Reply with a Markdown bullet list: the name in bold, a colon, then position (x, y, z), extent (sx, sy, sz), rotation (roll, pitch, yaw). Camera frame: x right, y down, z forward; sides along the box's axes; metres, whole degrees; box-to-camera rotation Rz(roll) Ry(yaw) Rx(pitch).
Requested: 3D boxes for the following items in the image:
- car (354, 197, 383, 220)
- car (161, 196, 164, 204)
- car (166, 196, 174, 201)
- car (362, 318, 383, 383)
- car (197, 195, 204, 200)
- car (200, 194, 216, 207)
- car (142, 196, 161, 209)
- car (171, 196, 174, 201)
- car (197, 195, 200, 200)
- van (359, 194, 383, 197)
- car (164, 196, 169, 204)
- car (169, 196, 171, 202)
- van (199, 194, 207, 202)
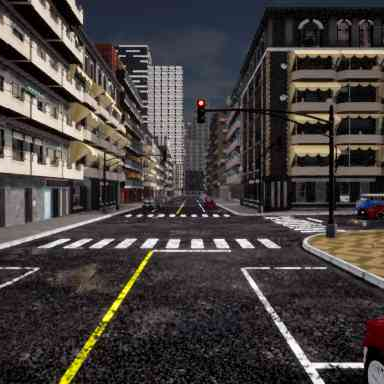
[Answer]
- **car**: position (14.708, 1.294, 24.816), extent (4.181, 1.385, 1.994), rotation (-1, 0, -1)
- **car**: position (-5.783, 1.580, 50.801), extent (1.947, 1.339, 4.313), rotation (0, 0, 0)
- **car**: position (-5.850, 1.633, 89.496), extent (1.802, 1.307, 4.206), rotation (-1, 0, 0)
- **car**: position (2.681, 1.544, 1.811), extent (1.887, 1.381, 4.507), rotation (0, 0, 0)
- **car**: position (2.521, 1.602, 95.033), extent (1.887, 1.381, 4.507), rotation (-1, 0, 0)
- **car**: position (2.596, 1.454, 50.810), extent (1.967, 1.590, 4.097), rotation (-1, 0, 0)
- **car**: position (-5.773, 1.561, 45.273), extent (2.008, 1.369, 4.403), rotation (0, 0, 0)
- **car**: position (-5.831, 1.563, 78.270), extent (1.752, 1.417, 4.829), rotation (-1, 0, 0)
- **car**: position (2.569, 1.578, 67.394), extent (2.008, 1.369, 4.403), rotation (-1, 0, 0)
- **van**: position (15.596, 1.035, 27.404), extent (3.998, 1.788, 1.690), rotation (-1, 1, -1)
- **car**: position (-5.804, 1.462, 61.857), extent (1.967, 1.590, 4.097), rotation (-1, 0, 0)
- **car**: position (-5.812, 1.609, 67.385), extent (1.802, 1.307, 4.206), rotation (-1, 0, 0)
- **van**: position (2.547, 1.379, 78.449), extent (1.690, 1.788, 3.998), rotation (-1, 0, 0)
